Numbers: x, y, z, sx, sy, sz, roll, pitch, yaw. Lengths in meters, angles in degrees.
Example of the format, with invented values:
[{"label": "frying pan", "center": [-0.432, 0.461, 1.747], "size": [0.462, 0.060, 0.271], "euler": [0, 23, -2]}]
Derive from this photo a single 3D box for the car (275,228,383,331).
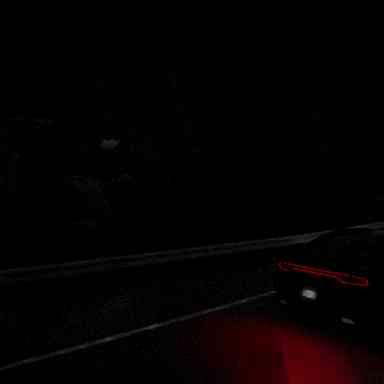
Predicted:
[{"label": "car", "center": [3.811, 1.500, 6.938], "size": [5.008, 1.535, 1.882], "euler": [0, 0, -39]}]
